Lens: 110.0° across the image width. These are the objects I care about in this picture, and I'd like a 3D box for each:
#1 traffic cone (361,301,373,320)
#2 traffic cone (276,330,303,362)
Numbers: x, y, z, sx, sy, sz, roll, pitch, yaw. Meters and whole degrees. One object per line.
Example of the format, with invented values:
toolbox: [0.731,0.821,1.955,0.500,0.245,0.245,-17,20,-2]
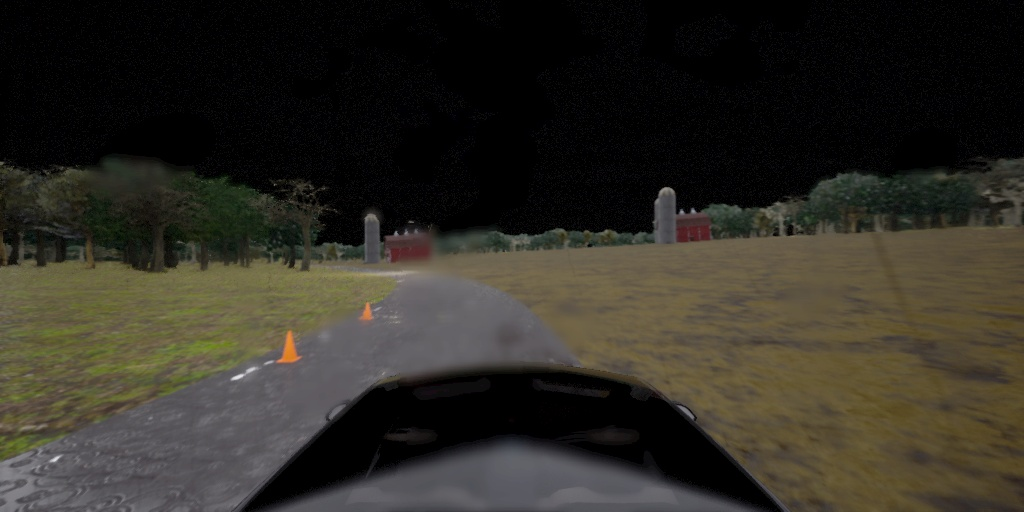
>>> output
traffic cone: [-4.849,1.826,12.058,0.340,0.580,0.340,0,0,-6]
traffic cone: [-4.465,1.792,7.209,0.340,0.580,0.340,0,0,-3]
